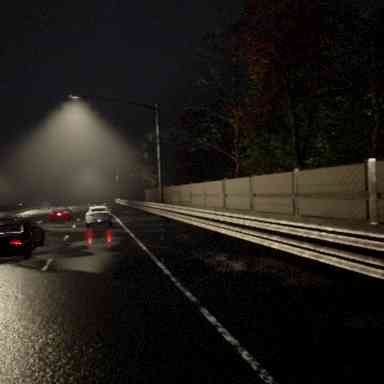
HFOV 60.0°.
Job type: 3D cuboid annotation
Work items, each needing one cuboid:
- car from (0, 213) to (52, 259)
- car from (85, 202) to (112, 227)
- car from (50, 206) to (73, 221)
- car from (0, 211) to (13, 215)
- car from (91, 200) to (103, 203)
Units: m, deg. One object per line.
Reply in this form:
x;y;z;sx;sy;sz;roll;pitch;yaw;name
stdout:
-7.320;1.848;13.624;2.033;1.411;5.357;-3;0;-16;car
-7.172;1.803;25.607;1.812;1.442;4.674;-3;0;-16;car
-12.959;2.091;32.998;1.994;1.385;4.181;-3;0;-16;car
-14.178;2.135;24.670;2.033;1.411;5.357;-3;0;-16;car
-11.888;1.829;41.719;2.097;1.767;4.553;-3;0;-16;car
